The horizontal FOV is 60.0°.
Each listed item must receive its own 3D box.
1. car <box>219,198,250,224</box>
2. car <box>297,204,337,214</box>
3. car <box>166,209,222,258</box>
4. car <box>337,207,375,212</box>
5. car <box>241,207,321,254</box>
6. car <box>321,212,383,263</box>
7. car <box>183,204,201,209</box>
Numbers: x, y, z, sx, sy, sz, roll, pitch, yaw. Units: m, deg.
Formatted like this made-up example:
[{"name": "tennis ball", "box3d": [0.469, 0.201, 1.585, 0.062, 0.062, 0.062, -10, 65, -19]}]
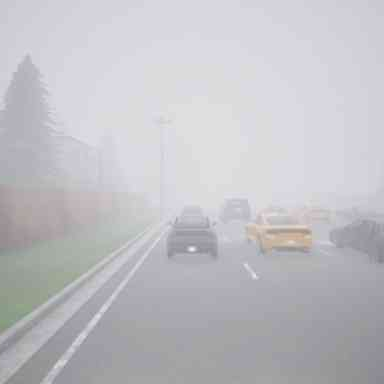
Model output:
[{"name": "car", "box3d": [3.504, 1.525, 27.551, 2.150, 2.045, 5.566, 0, 0, 0]}, {"name": "car", "box3d": [10.522, 1.796, 29.234, 1.882, 1.535, 5.008, 0, 0, 1]}, {"name": "car", "box3d": [0.018, 1.655, 13.485, 1.837, 1.490, 4.892, 0, 0, 1]}, {"name": "car", "box3d": [14.011, 1.909, 28.230, 1.895, 1.301, 4.718, 0, -1, 0]}, {"name": "car", "box3d": [3.525, 1.633, 14.220, 1.882, 1.535, 5.008, 0, 0, 1]}, {"name": "car", "box3d": [7.006, 1.685, 12.495, 2.033, 1.411, 5.357, 0, -1, 0]}, {"name": "car", "box3d": [0.015, 1.818, 28.500, 1.837, 1.490, 4.892, 0, 0, 1]}]
